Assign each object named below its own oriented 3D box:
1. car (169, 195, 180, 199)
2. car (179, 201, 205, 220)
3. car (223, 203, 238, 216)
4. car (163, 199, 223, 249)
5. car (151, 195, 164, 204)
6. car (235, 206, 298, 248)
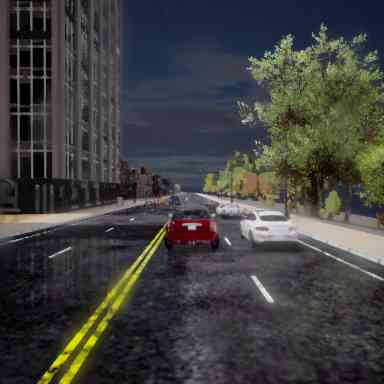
[{"bbox_3d":[-3.250,1.394,62.654,2.097,1.767,4.553,0,0,0],"label":"car"},{"bbox_3d":[0.000,1.556,29.652,2.033,1.411,5.357,0,0,0],"label":"car"},{"bbox_3d":[3.250,1.609,29.683,1.895,1.301,4.718,0,0,0],"label":"car"},{"bbox_3d":[0.000,1.361,14.621,2.097,1.767,4.553,0,0,0],"label":"car"},{"bbox_3d":[-6.501,1.395,62.655,2.097,1.767,4.553,0,0,0],"label":"car"},{"bbox_3d":[3.250,1.528,14.652,1.812,1.442,4.674,0,0,0],"label":"car"}]
